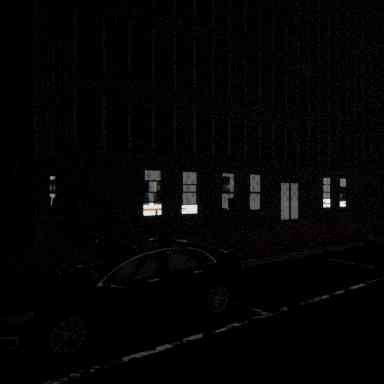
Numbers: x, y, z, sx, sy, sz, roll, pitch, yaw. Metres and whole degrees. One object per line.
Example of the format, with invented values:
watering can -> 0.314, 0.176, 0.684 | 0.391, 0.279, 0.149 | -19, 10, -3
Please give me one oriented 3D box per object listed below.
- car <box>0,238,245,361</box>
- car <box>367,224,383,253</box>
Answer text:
car -> -1.019, 1.551, 5.835 | 4.403, 1.369, 2.008 | 0, 0, -36
car -> 8.246, 1.581, 12.451 | 4.206, 1.307, 1.802 | 0, 0, -36
